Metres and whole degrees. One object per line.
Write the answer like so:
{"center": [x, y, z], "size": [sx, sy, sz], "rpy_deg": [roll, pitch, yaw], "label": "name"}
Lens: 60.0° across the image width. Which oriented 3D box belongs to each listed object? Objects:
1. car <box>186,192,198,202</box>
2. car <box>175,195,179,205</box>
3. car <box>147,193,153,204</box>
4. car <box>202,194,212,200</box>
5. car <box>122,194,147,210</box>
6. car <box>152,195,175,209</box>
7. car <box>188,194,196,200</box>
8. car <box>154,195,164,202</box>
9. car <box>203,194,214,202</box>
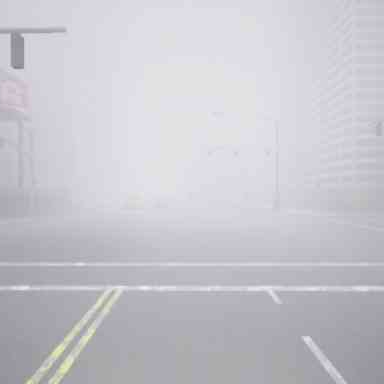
{"center": [0.000, 1.049, 68.510], "size": [2.150, 2.045, 5.566], "rpy_deg": [0, 0, 0], "label": "car"}
{"center": [-3.557, 1.387, 55.676], "size": [1.812, 1.442, 4.674], "rpy_deg": [0, 0, 0], "label": "car"}
{"center": [-7.053, 1.408, 55.939], "size": [2.033, 1.411, 5.357], "rpy_deg": [0, 0, 0], "label": "car"}
{"center": [3.500, 1.172, 79.181], "size": [2.033, 1.411, 5.357], "rpy_deg": [0, 0, 0], "label": "car"}
{"center": [-7.086, 1.252, 40.270], "size": [2.097, 1.767, 4.553], "rpy_deg": [0, 0, 0], "label": "car"}
{"center": [-3.582, 1.397, 42.469], "size": [1.837, 1.490, 4.892], "rpy_deg": [0, 1, 0], "label": "car"}
{"center": [0.000, 1.185, 79.181], "size": [1.994, 1.385, 4.181], "rpy_deg": [0, 0, 0], "label": "car"}
{"center": [-7.000, 1.336, 71.339], "size": [1.812, 1.442, 4.674], "rpy_deg": [0, 0, 0], "label": "car"}
{"center": [3.500, 1.175, 69.283], "size": [2.097, 1.767, 4.553], "rpy_deg": [0, 0, 0], "label": "car"}
